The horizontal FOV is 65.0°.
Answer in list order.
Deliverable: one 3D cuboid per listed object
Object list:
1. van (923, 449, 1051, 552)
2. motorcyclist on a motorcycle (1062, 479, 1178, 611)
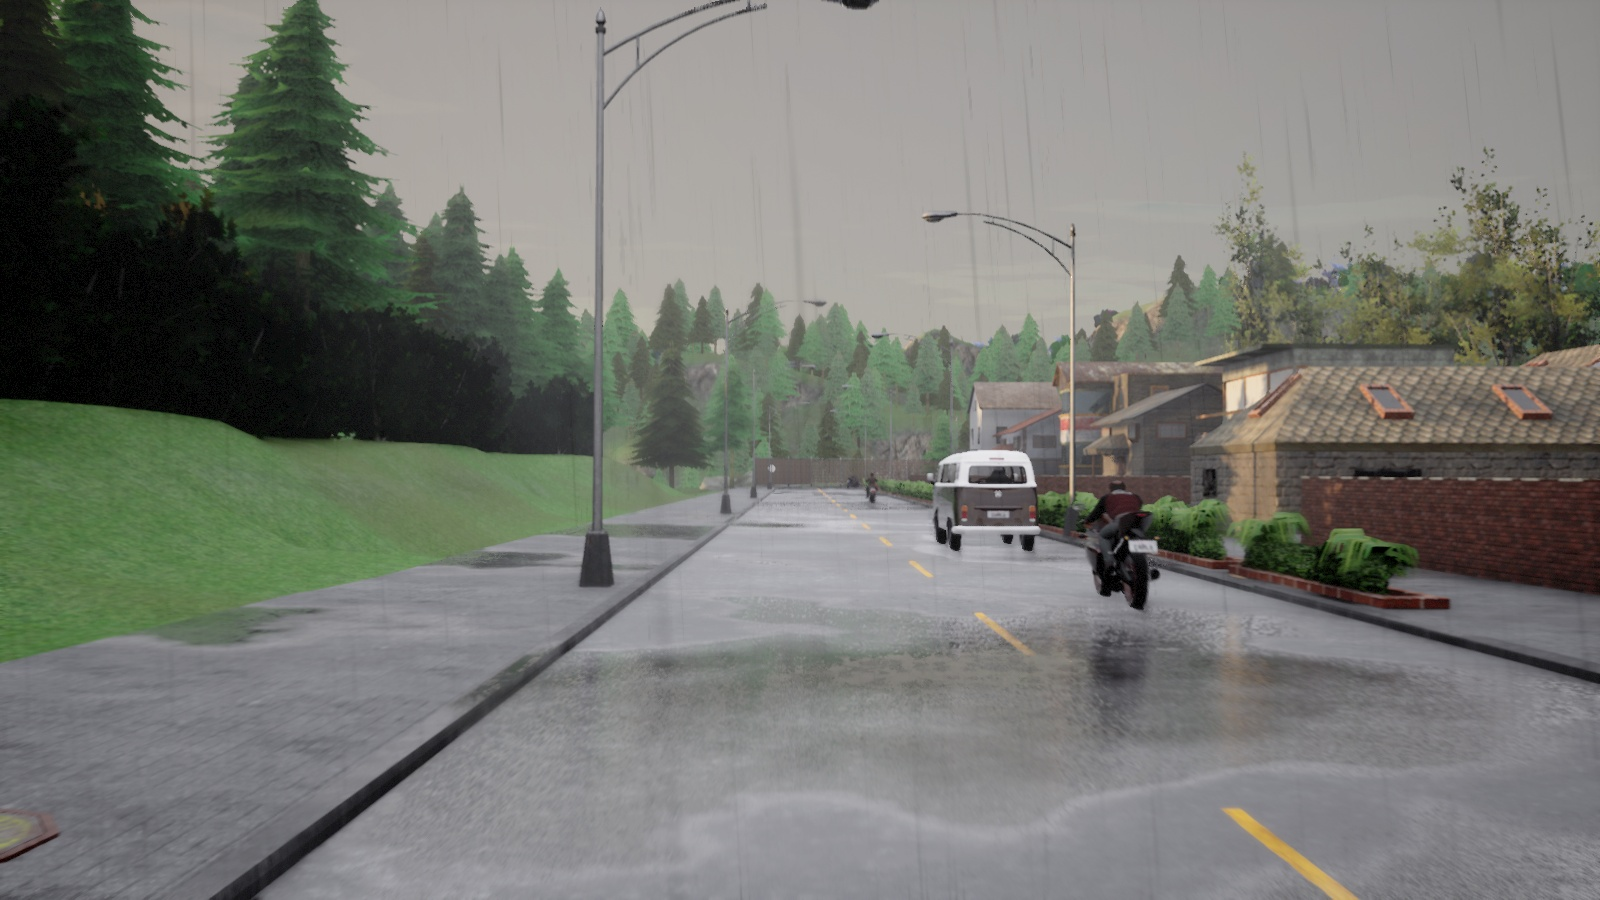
[{"bbox_3d":[3.933,1.041,27.206,2.069,2.038,4.480,0,-1,0],"label":"van"},{"bbox_3d":[3.962,1.135,15.745,0.866,1.530,2.191,0,-1,0],"label":"motorcyclist on a motorcycle"}]
